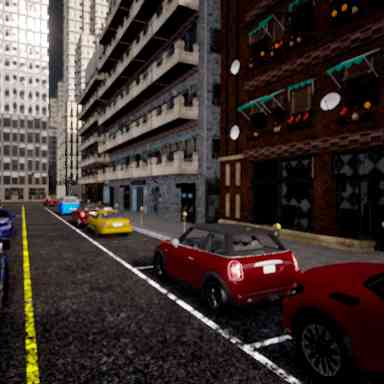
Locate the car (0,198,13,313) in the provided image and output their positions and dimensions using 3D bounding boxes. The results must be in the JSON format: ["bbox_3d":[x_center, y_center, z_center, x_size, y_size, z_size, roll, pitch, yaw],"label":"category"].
[{"bbox_3d":[-4.031,1.219,4.918,2.150,2.045,5.566,0,0,-27],"label":"car"}]

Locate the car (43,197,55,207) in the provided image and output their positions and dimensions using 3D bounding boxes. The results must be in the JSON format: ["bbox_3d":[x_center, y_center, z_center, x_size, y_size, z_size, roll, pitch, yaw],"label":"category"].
[{"bbox_3d":[-22.175,1.515,52.318,1.887,1.381,4.507,-1,0,-27],"label":"car"}]

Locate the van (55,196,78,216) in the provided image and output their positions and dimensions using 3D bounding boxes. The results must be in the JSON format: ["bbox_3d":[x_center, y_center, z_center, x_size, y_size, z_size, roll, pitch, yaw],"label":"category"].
[{"bbox_3d":[-12.082,1.325,32.550,1.690,1.788,3.998,-1,0,-27],"label":"van"}]

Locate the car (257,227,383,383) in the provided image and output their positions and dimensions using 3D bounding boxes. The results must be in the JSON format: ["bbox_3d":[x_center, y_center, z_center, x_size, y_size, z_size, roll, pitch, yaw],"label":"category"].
[{"bbox_3d":[3.062,1.315,2.899,2.192,1.841,5.009,-1,0,-27],"label":"car"}]

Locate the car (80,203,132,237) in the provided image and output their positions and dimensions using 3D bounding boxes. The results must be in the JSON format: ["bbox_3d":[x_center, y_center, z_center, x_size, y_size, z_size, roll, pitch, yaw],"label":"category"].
[{"bbox_3d":[-4.585,1.518,17.877,1.752,1.417,4.829,-1,0,-27],"label":"car"}]

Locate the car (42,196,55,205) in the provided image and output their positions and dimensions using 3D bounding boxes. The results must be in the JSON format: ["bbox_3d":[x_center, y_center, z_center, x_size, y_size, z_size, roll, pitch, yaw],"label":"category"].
[{"bbox_3d":[-24.777,1.491,57.412,1.752,1.417,4.829,-1,0,-27],"label":"car"}]

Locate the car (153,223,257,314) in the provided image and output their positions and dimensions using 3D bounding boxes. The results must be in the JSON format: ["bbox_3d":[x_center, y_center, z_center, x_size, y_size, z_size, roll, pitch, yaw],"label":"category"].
[{"bbox_3d":[0.539,1.438,7.841,1.967,1.590,4.097,-1,0,-27],"label":"car"}]

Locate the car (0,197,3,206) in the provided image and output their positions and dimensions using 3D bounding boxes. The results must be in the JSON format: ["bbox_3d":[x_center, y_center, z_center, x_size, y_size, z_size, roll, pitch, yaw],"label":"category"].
[{"bbox_3d":[-31.708,1.510,53.659,1.887,1.381,4.507,-1,0,-27],"label":"car"}]

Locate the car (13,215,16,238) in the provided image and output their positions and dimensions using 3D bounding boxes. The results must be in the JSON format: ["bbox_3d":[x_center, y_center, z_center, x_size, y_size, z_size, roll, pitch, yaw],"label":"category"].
[{"bbox_3d":[-9.679,1.517,16.187,1.812,1.442,4.674,0,0,-27],"label":"car"}]

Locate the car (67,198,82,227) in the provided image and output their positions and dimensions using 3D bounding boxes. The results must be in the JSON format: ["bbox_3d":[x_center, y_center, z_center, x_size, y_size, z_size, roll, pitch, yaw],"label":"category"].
[{"bbox_3d":[-7.033,1.430,22.667,1.967,1.590,4.097,-1,0,-27],"label":"car"}]
